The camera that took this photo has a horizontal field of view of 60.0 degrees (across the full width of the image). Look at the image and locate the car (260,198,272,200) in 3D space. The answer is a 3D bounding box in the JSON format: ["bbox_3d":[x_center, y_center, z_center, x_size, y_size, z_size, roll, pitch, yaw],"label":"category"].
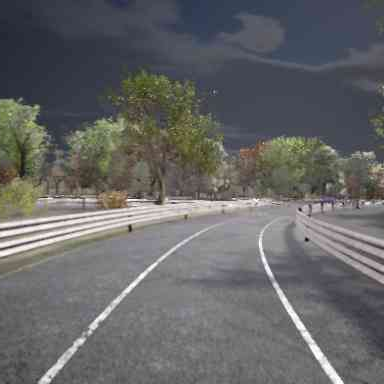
[{"bbox_3d":[18.836,2.191,82.751,4.553,1.767,2.097,2,0,-39],"label":"car"}]

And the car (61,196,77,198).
[{"bbox_3d":[-18.867,1.277,52.254,4.181,1.385,1.994,2,0,-39],"label":"car"}]

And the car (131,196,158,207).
[{"bbox_3d":[-6.681,1.560,53.107,5.008,1.535,1.882,2,0,-39],"label":"car"}]

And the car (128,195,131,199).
[{"bbox_3d":[-10.479,1.308,54.533,4.553,1.767,2.097,2,0,-39],"label":"car"}]
